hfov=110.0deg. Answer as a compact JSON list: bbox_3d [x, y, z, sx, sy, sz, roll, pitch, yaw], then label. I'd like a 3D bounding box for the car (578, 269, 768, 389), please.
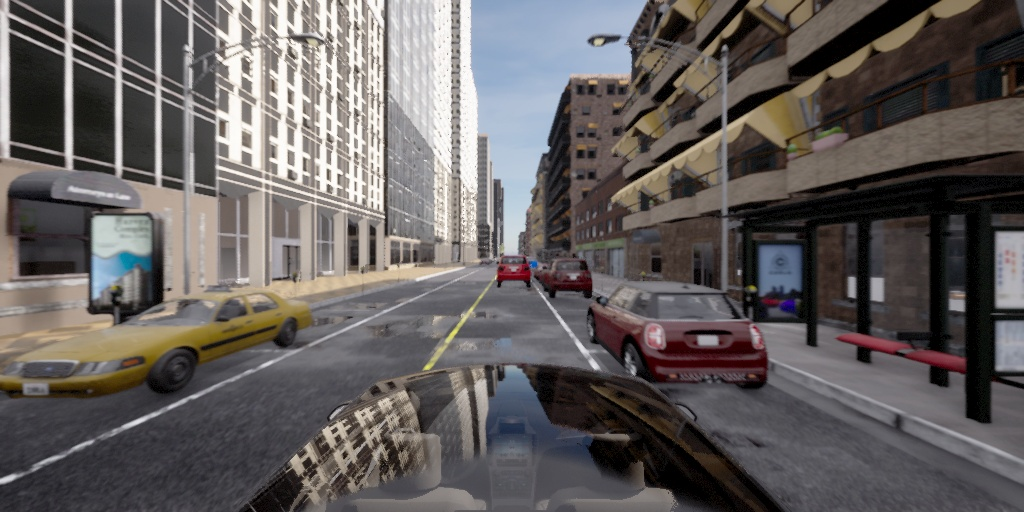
[{"bbox_3d":[2.692,1.180,6.863,1.967,1.591,4.097,0,0,0],"label":"car"}]

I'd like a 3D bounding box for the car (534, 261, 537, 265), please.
[{"bbox_3d":[2.699,1.281,29.457,1.802,1.307,4.207,0,0,0],"label":"car"}]

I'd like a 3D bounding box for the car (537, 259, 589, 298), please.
[{"bbox_3d":[2.696,1.034,18.160,2.192,1.841,5.009,0,0,0],"label":"car"}]

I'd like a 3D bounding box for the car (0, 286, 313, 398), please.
[{"bbox_3d":[-5.688,1.266,6.695,1.751,1.417,4.829,0,0,0],"label":"car"}]

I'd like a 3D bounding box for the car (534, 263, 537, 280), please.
[{"bbox_3d":[2.697,1.291,23.809,1.802,1.307,4.207,0,0,0],"label":"car"}]

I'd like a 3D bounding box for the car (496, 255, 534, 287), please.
[{"bbox_3d":[0.110,0.930,24.448,2.150,2.045,5.566,0,0,0],"label":"car"}]

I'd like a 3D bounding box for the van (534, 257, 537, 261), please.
[{"bbox_3d":[2.706,1.008,52.051,1.690,1.789,3.998,0,0,0],"label":"van"}]
